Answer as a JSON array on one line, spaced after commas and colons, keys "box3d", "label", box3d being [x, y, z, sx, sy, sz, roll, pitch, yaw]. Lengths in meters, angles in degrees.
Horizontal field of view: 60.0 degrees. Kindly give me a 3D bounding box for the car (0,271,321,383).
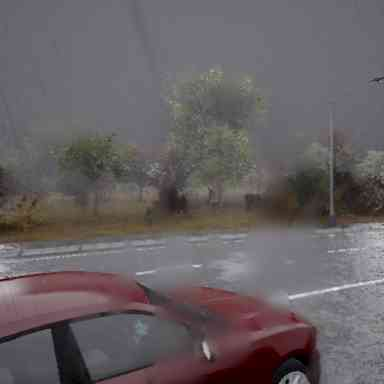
[{"box3d": [-0.955, 1.470, 2.832, 5.008, 1.535, 1.882, 0, 0, -35], "label": "car"}]
